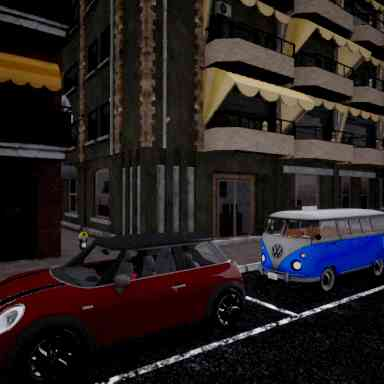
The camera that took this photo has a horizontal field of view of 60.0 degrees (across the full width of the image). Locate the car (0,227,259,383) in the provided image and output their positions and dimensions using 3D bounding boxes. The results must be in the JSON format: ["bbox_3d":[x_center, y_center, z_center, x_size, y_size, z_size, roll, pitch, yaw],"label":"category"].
[{"bbox_3d":[-1.134,1.440,5.283,4.097,1.590,1.967,0,0,-35],"label":"car"}]

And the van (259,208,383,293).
[{"bbox_3d":[3.500,1.343,8.584,3.998,1.788,1.690,0,0,-35],"label":"van"}]
